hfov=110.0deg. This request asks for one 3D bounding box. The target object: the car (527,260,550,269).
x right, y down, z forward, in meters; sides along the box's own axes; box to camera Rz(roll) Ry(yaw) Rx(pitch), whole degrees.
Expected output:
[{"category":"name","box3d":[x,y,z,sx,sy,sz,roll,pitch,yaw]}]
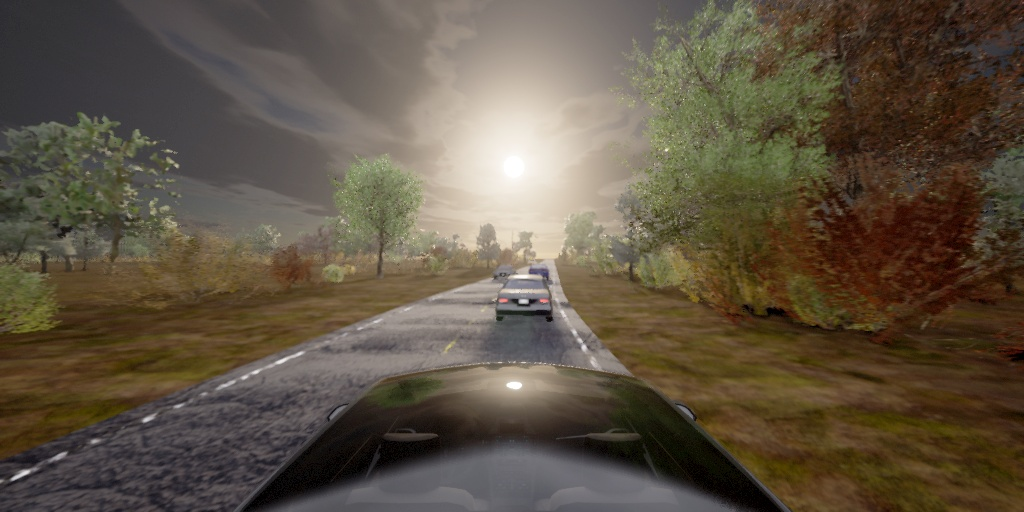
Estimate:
[{"category":"car","box3d":[2.607,1.467,34.471,1.882,1.535,5.008,0,0,6]}]

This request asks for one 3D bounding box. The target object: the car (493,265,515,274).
[{"category":"car","box3d":[-0.602,1.550,34.566,1.994,1.385,4.181,0,0,7]}]

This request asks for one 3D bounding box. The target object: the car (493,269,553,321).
[{"category":"car","box3d":[0.488,1.381,12.878,2.033,1.411,5.357,0,0,3]}]
